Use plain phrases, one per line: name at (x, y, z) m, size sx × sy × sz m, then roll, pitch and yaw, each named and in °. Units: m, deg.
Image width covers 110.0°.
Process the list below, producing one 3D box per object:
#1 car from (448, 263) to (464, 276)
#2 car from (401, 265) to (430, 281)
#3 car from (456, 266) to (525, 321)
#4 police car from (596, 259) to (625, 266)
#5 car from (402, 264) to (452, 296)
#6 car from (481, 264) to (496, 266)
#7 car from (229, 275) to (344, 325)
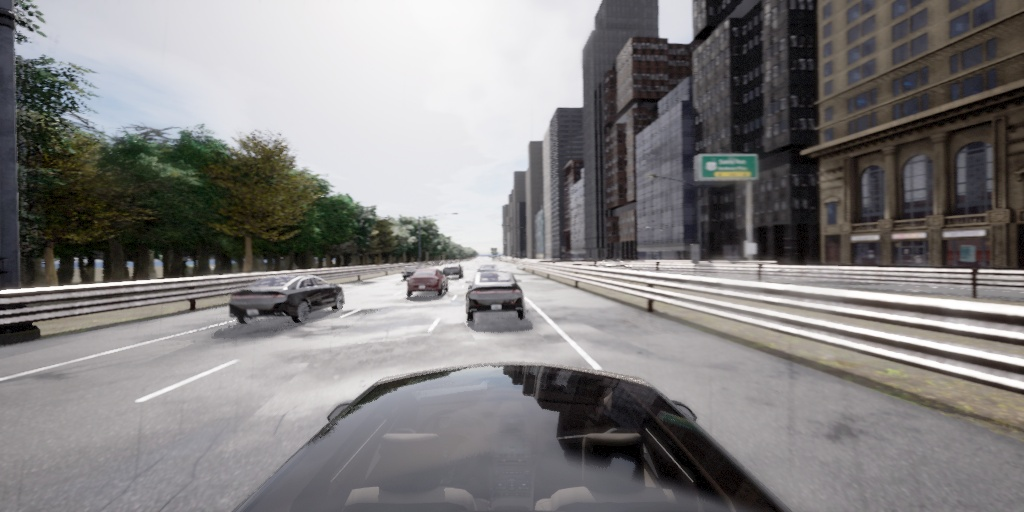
car at (-5.969, 1.460, 36.776) m, size 2.128 × 1.511 × 4.902 m, roll -1°, pitch 0°, yaw -4°
car at (-9.353, 1.628, 35.116) m, size 1.895 × 1.301 × 4.718 m, roll -1°, pitch 0°, yaw -4°
car at (-0.643, 1.283, 12.860) m, size 2.128 × 1.511 × 4.902 m, roll -1°, pitch 0°, yaw -4°
police car at (12.969, 1.201, 48.187) m, size 1.930 × 1.638 × 5.238 m, roll -1°, pitch 0°, yaw -23°
car at (-4.724, 1.417, 20.404) m, size 1.812 × 1.442 × 4.674 m, roll -1°, pitch 0°, yaw -4°
car at (-2.063, 1.425, 31.557) m, size 2.033 × 1.411 × 5.357 m, roll -1°, pitch 0°, yaw -4°
car at (-7.653, 1.415, 12.739) m, size 2.128 × 1.511 × 4.902 m, roll -1°, pitch 0°, yaw -4°
